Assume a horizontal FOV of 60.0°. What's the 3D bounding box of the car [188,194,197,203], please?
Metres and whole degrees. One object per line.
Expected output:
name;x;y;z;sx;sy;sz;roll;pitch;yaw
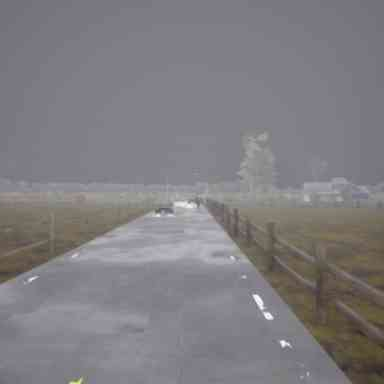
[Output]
car;0.032;1.522;80.263;2.150;2.045;5.566;0;-1;0

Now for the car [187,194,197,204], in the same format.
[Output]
car;0.028;1.704;69.401;1.837;1.490;4.892;0;0;0

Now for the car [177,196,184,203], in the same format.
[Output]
car;-2.720;1.681;75.975;2.128;1.511;4.902;0;-1;0

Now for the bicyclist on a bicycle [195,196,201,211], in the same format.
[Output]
bicyclist on a bicycle;0.771;1.463;37.512;0.582;1.620;1.656;0;0;0

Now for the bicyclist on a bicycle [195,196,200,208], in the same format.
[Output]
bicyclist on a bicycle;0.775;1.423;47.465;0.659;1.776;1.843;0;0;0

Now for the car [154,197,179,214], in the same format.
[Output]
car;-2.833;1.553;35.380;2.033;1.411;5.357;0;0;0
